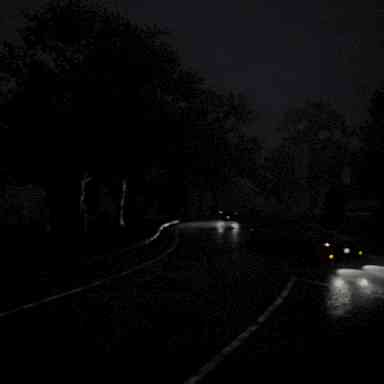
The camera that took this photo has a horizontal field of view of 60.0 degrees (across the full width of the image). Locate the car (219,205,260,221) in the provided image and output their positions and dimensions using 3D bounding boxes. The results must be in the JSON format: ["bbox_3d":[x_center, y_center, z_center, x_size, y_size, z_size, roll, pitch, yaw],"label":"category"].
[{"bbox_3d":[4.347,1.870,30.056,1.895,1.301,4.718,0,-1,36],"label":"car"}]

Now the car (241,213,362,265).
[{"bbox_3d":[4.003,1.695,12.394,1.994,1.385,4.181,1,0,-29],"label":"car"}]

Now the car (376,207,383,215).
[{"bbox_3d":[23.072,1.888,36.531,5.008,1.535,1.882,0,-1,21],"label":"car"}]
